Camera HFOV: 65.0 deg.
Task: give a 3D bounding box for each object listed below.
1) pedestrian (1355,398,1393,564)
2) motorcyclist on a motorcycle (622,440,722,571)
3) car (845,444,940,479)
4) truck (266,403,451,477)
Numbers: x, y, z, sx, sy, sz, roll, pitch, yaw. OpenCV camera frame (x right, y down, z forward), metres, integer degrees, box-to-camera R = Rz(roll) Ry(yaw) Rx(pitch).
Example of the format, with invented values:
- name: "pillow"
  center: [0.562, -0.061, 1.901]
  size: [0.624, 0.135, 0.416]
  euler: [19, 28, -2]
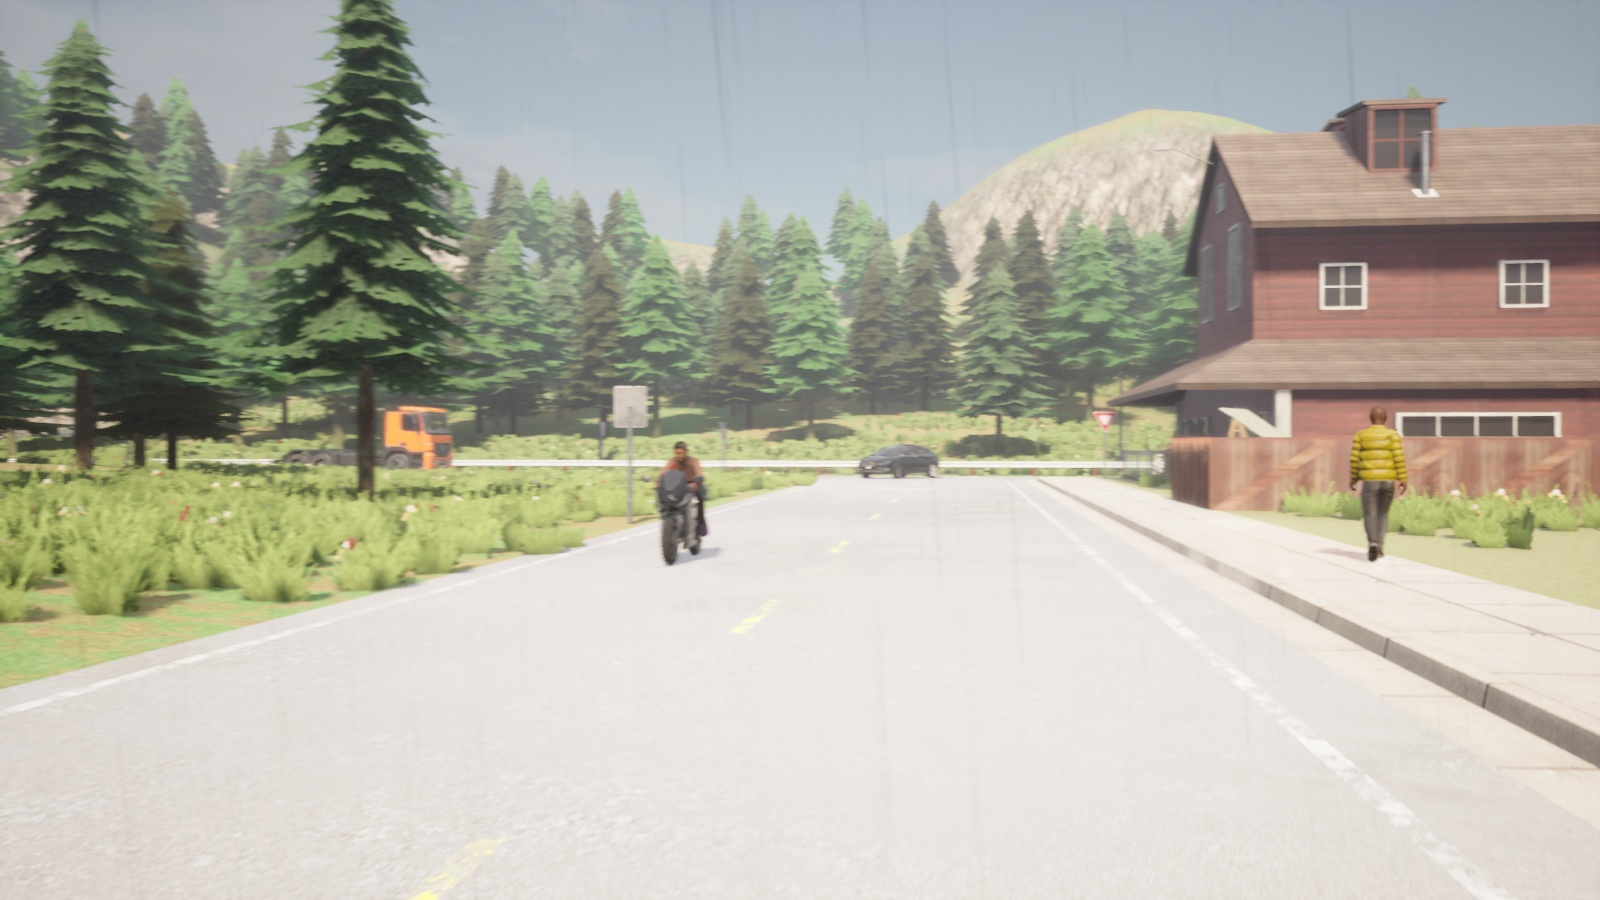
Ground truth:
- name: "pedestrian"
  center: [6.514, 0.340, 14.254]
  size: [0.370, 1.835, 0.726]
  euler: [0, 0, 25]
- name: "motorcyclist on a motorcycle"
  center: [-1.565, 0.640, 15.705]
  size: [0.797, 1.523, 2.044]
  euler: [0, 0, 7]
- name: "car"
  center: [4.123, 0.515, 55.475]
  size: [1.837, 1.490, 4.892]
  euler: [-1, -1, 37]
- name: "truck"
  center: [-21.154, -0.471, 60.363]
  size: [7.936, 3.462, 2.891]
  euler: [0, 0, 7]
